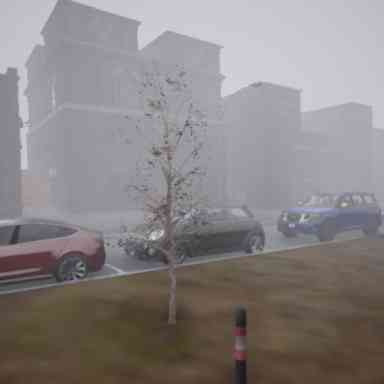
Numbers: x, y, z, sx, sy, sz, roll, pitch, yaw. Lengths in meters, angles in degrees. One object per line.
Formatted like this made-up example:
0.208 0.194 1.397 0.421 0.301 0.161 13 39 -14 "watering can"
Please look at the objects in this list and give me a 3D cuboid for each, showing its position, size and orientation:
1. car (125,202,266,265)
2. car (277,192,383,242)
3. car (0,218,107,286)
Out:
0.182 1.172 10.723 4.553 1.767 2.185 0 0 -33 "car"
6.406 1.026 15.178 5.566 2.045 2.435 0 0 -33 "car"
-4.370 1.359 7.454 4.792 1.488 2.163 0 1 -33 "car"
